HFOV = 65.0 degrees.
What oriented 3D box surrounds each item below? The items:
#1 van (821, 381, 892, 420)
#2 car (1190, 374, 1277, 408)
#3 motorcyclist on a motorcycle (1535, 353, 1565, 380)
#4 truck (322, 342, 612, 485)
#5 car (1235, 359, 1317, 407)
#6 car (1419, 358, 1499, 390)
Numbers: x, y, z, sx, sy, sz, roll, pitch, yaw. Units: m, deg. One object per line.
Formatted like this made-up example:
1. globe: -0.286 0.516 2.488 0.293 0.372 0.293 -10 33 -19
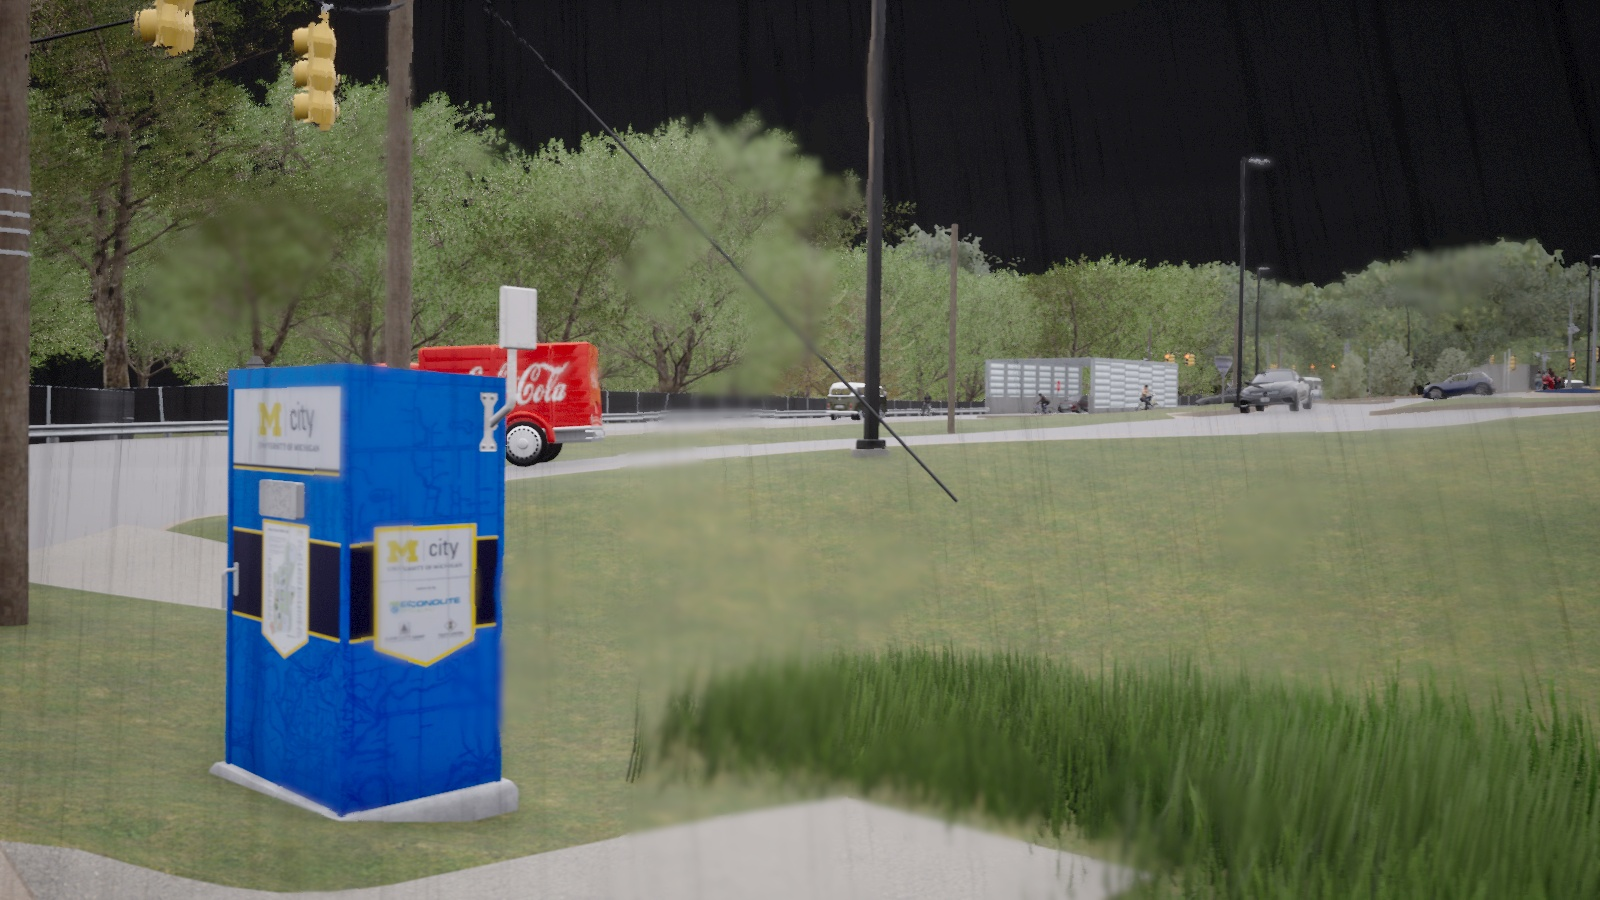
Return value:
1. van: 3.139 -2.704 68.715 2.069 2.038 4.480 1 3 29
2. car: 27.156 -3.667 78.641 4.892 1.490 1.837 -6 -1 22
3. motorcyclist on a motorcycle: 46.571 -5.184 77.983 2.044 1.523 0.797 -5 4 -34
4. truck: -6.703 -0.750 25.932 5.204 2.467 2.627 -4 1 -3
5. car: 16.144 -2.287 42.483 1.812 1.442 4.674 -2 3 30
6. car: 38.769 -4.485 73.911 3.806 1.475 1.970 -5 1 36
